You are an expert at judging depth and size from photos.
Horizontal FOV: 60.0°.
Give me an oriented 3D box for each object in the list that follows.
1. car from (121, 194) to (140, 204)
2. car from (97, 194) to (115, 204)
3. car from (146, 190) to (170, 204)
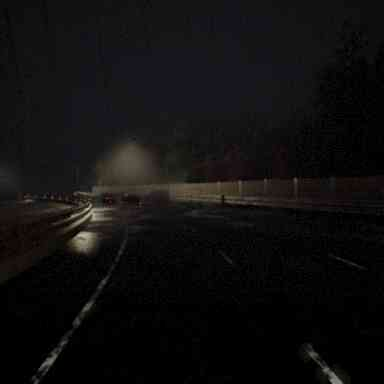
[{"bbox_3d":[-9.419,1.005,50.521,2.128,1.511,4.902,0,1,-28],"label":"car"},{"bbox_3d":[-12.772,1.044,49.422,1.837,1.490,4.892,0,0,-28],"label":"car"},{"bbox_3d":[-5.141,0.722,50.048,2.150,2.045,5.566,0,0,-27],"label":"car"}]
